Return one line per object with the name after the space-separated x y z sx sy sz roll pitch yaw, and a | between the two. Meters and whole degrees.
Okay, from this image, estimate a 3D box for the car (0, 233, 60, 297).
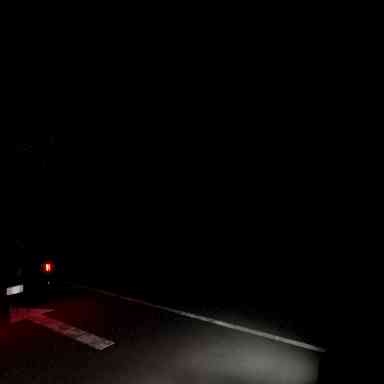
-5.211 1.601 7.713 4.718 1.301 1.895 0 0 35 | car

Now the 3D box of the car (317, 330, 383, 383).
3.084 1.526 1.718 4.674 1.442 1.812 0 0 36 | car
